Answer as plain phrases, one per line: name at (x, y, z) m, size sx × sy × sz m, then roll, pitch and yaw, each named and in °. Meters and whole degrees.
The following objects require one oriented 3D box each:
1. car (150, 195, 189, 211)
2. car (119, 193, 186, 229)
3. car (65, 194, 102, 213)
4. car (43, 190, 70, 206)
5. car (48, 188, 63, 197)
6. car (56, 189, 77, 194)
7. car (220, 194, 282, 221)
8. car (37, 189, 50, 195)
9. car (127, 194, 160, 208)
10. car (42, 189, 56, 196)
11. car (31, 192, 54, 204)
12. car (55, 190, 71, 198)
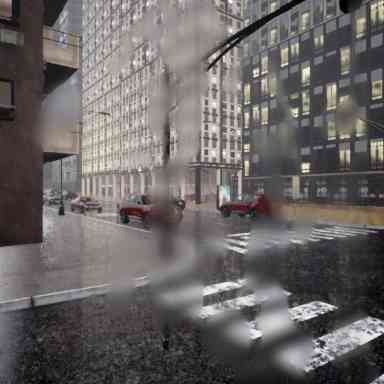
car at (-2.320, 1.070, 33.281) m, size 1.947 × 1.339 × 4.313 m, roll 1°, pitch 0°, yaw -36°
car at (-2.534, 1.008, 19.330) m, size 2.192 × 1.841 × 5.009 m, roll 2°, pitch 0°, yaw -36°
car at (-9.062, 1.067, 28.303) m, size 1.802 × 1.307 × 4.206 m, roll 2°, pitch 0°, yaw -36°
car at (-15.582, 0.827, 37.276) m, size 2.008 × 1.369 × 4.403 m, roll 2°, pitch 0°, yaw -36°
car at (-28.404, 0.099, 69.179) m, size 1.967 × 1.590 × 4.097 m, roll 1°, pitch 0°, yaw -36°
car at (-19.501, 0.516, 52.494) m, size 1.837 × 1.490 × 4.892 m, roll 0°, pitch 1°, yaw -36°
car at (4.208, 1.027, 24.305) m, size 2.192 × 1.841 × 5.009 m, roll 1°, pitch 0°, yaw -36°
car at (-34.930, -0.011, 78.155) m, size 1.887 × 1.381 × 4.507 m, roll 1°, pitch 0°, yaw -36°
car at (-5.582, 0.966, 37.768) m, size 1.947 × 1.339 × 4.313 m, roll 1°, pitch 0°, yaw -36°
car at (-31.668, 0.097, 73.667) m, size 1.887 × 1.381 × 4.507 m, roll 1°, pitch 0°, yaw -36°
car at (-18.843, 0.752, 41.762) m, size 1.802 × 1.307 × 4.206 m, roll 2°, pitch 0°, yaw -36°
car at (-25.147, 0.310, 64.693) m, size 1.887 × 1.381 × 4.507 m, roll 1°, pitch 0°, yaw -36°
